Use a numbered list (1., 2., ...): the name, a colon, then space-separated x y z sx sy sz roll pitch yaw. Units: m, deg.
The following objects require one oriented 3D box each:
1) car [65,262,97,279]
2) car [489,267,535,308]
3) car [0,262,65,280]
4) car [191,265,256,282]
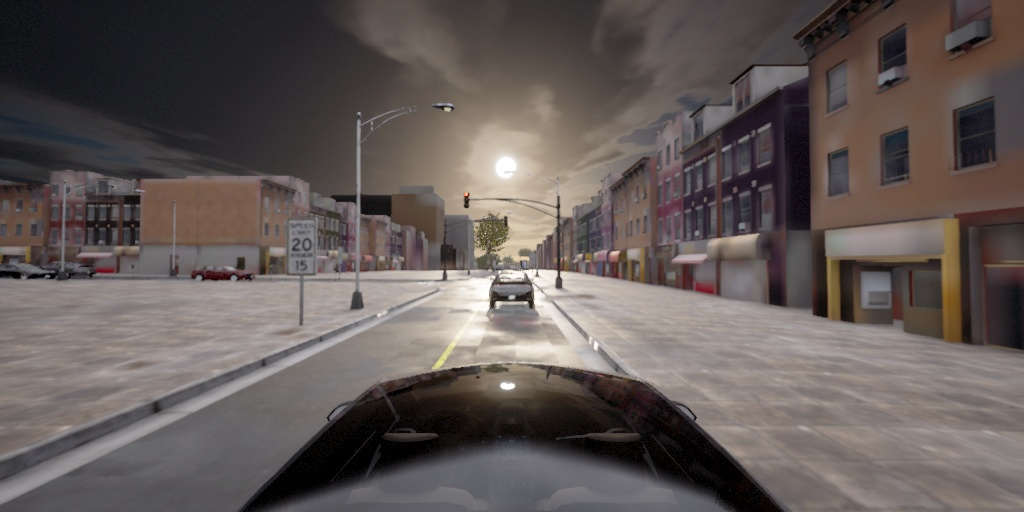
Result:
1. car: -39.772 1.248 31.654 4.902 1.511 2.128 1 -1 0
2. car: -0.001 1.403 16.151 2.128 1.511 4.902 0 -1 0
3. car: -39.729 1.267 28.999 4.313 1.339 1.948 0 0 0
4. car: -23.250 1.405 28.939 4.507 1.381 1.888 0 0 0
